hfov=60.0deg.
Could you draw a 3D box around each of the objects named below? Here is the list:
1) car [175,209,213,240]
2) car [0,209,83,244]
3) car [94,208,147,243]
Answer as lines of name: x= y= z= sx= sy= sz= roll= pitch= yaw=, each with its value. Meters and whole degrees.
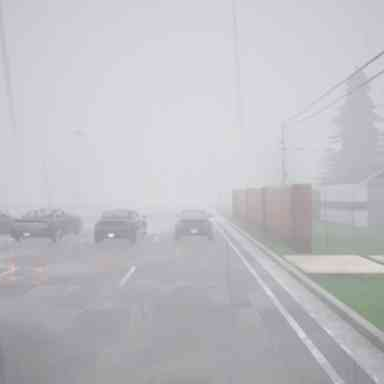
car: x=0.084 y=1.605 z=17.311 sx=1.812 sy=1.442 sz=4.674 roll=0 pitch=0 yaw=0
car: x=-6.905 y=1.566 z=16.343 sx=2.128 sy=1.511 sz=4.902 roll=0 pitch=0 yaw=0
car: x=-3.405 y=1.580 z=16.430 sx=1.837 sy=1.490 sz=4.892 roll=0 pitch=0 yaw=0
